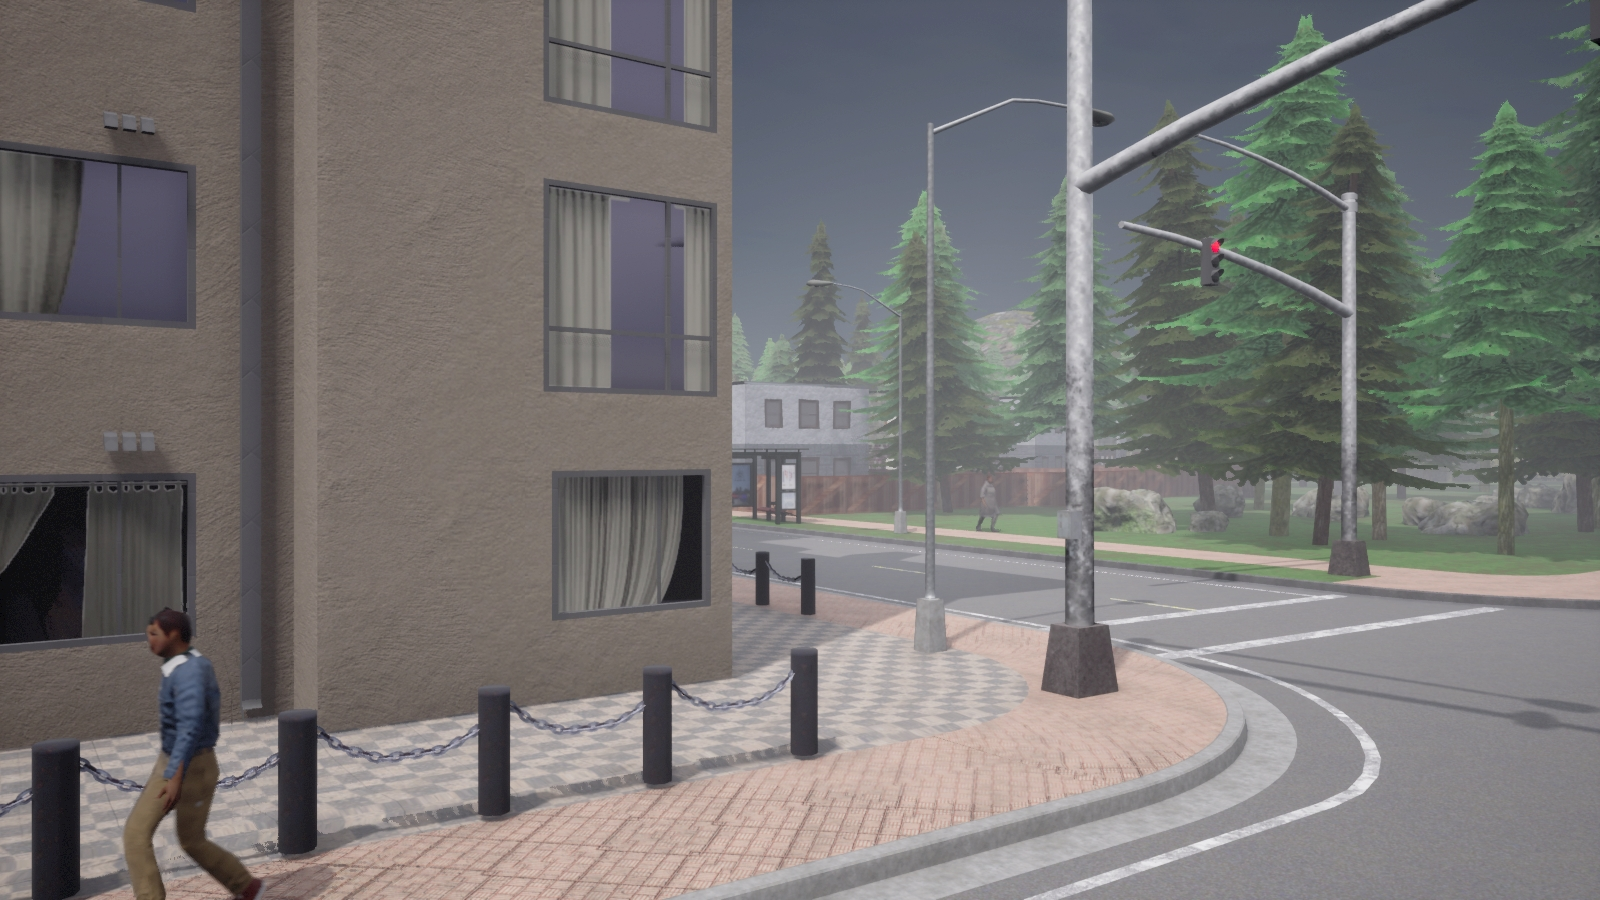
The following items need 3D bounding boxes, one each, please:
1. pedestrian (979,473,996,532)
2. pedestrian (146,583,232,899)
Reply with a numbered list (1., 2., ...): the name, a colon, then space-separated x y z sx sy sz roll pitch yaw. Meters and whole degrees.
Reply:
1. pedestrian: 5.975 1.676 36.440 0.375 1.860 0.375 0 0 -34
2. pedestrian: -3.380 1.694 6.323 0.375 1.860 0.375 0 0 -35
